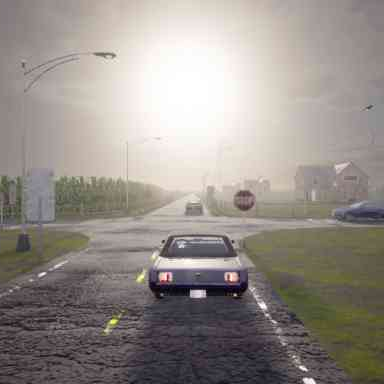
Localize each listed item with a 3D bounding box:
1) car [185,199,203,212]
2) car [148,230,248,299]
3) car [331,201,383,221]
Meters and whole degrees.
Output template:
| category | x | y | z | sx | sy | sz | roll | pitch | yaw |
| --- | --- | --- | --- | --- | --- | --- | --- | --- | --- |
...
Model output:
| category | x | y | z | sx | sy | sz | roll | pitch | yaw |
| --- | --- | --- | --- | --- | --- | --- | --- | --- | --- |
| car | 0.239 | 1.511 | 38.443 | 2.128 | 1.511 | 4.902 | 0 | 0 | 1 |
| car | 0.154 | 1.602 | 8.391 | 1.895 | 1.301 | 4.718 | 0 | 0 | 1 |
| car | 12.942 | 1.411 | 25.006 | 4.674 | 1.442 | 1.812 | 0 | 0 | 0 |
